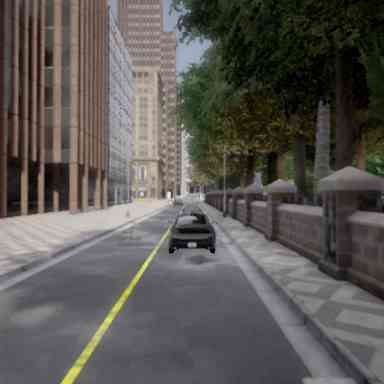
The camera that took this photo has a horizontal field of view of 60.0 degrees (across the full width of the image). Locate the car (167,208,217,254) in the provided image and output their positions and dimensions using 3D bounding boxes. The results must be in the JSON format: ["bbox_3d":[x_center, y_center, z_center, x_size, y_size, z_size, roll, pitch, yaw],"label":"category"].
[{"bbox_3d":[0.008,1.653,14.300,1.837,1.490,4.892,0,0,0],"label":"car"}]

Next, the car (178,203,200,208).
[{"bbox_3d":[0.008,1.908,29.108,1.895,1.301,4.718,0,-1,0],"label":"car"}]

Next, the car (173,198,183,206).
[{"bbox_3d":[-2.983,2.113,71.030,2.097,1.767,4.553,0,-1,0],"label":"car"}]
